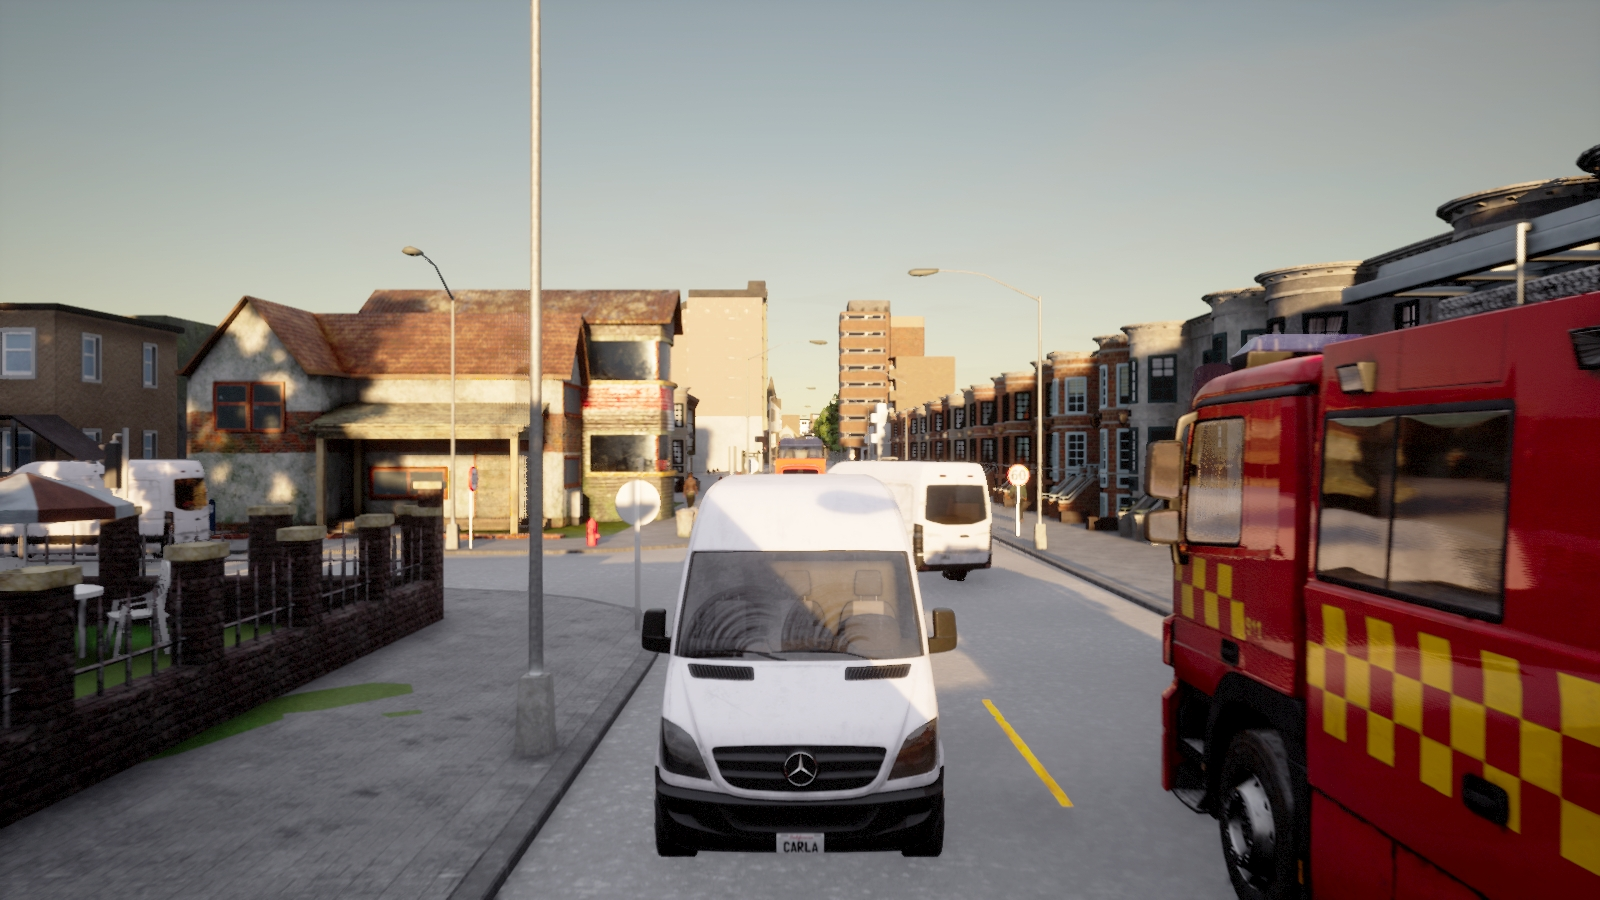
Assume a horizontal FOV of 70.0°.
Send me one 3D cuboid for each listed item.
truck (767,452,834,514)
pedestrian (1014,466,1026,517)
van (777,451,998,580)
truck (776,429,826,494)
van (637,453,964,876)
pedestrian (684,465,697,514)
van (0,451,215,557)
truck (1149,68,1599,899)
[{"bbox_3d":[0.013,1.363,47.830,2.627,2.467,5.204,0,-1,0],"label":"truck"},{"bbox_3d":[8.109,1.525,42.174,0.375,1.860,0.375,0,0,-1],"label":"pedestrian"},{"bbox_3d":[1.766,1.314,25.679,1.988,2.561,5.915,1,-1,-29],"label":"van"},{"bbox_3d":[0.039,0.667,71.483,2.891,3.827,8.468,0,0,0],"label":"truck"},{"bbox_3d":[0.003,1.314,9.911,1.988,2.561,5.915,0,0,0],"label":"van"},{"bbox_3d":[-4.212,1.525,43.954,0.375,1.860,0.375,0,0,13],"label":"pedestrian"},{"bbox_3d":[-18.106,1.313,28.600,5.915,2.561,1.988,0,0,0],"label":"van"},{"bbox_3d":[4.047,0.670,4.186,2.891,3.827,8.468,0,0,0],"label":"truck"}]
